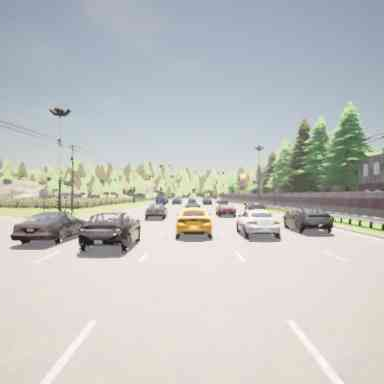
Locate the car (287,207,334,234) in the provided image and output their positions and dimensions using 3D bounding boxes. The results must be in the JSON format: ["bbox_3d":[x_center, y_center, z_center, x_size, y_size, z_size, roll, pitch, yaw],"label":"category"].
[{"bbox_3d":[7.101,1.681,20.776,2.128,1.511,4.902,0,-1,0],"label":"car"}]

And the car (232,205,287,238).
[{"bbox_3d":[3.601,1.695,18.523,1.812,1.442,4.674,0,-1,0],"label":"car"}]

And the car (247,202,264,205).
[{"bbox_3d":[7.101,1.835,37.603,2.128,1.511,4.902,0,-1,0],"label":"car"}]

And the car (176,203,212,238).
[{"bbox_3d":[0.101,1.652,18.987,1.882,1.535,5.008,0,0,0],"label":"car"}]

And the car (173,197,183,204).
[{"bbox_3d":[-3.495,2.132,84.374,2.128,1.511,4.902,0,-1,0],"label":"car"}]

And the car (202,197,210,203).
[{"bbox_3d":[3.505,2.105,84.374,1.837,1.490,4.892,0,-1,0],"label":"car"}]

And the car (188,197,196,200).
[{"bbox_3d":[0.004,2.148,73.954,1.882,1.535,5.008,0,-1,0],"label":"car"}]

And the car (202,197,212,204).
[{"bbox_3d":[3.504,2.147,73.953,1.882,1.535,5.008,0,-1,0],"label":"car"}]

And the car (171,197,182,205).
[{"bbox_3d":[-3.496,2.171,73.954,1.837,1.490,4.892,0,-1,0],"label":"car"}]

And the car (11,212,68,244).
[{"bbox_3d":[-6.899,1.701,16.696,2.033,1.411,5.357,0,-1,0],"label":"car"}]

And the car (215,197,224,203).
[{"bbox_3d":[7.005,2.129,84.374,1.812,1.442,4.674,0,-1,0],"label":"car"}]

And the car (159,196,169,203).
[{"bbox_3d":[-6.995,1.963,84.346,2.097,1.767,4.553,0,-1,0],"label":"car"}]

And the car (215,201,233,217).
[{"bbox_3d":[3.602,1.932,36.123,1.895,1.301,4.718,0,-1,0],"label":"car"}]

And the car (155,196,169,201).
[{"bbox_3d":[-6.996,1.897,73.986,2.150,2.045,5.566,0,-1,0],"label":"car"}]

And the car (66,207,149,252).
[{"bbox_3d":[-3.400,1.624,14.473,2.128,1.511,4.902,0,-1,0],"label":"car"}]

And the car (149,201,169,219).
[{"bbox_3d":[-3.398,1.845,32.266,2.033,1.411,5.357,0,-1,0],"label":"car"}]

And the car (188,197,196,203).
[{"bbox_3d":[0.005,2.084,84.374,1.882,1.535,5.008,0,-1,0],"label":"car"}]

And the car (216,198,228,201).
[{"bbox_3d":[7.004,2.194,73.953,2.128,1.511,4.902,0,-1,0],"label":"car"}]

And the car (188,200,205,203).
[{"bbox_3d":[0.102,1.915,38.221,1.994,1.385,4.181,0,-1,0],"label":"car"}]
